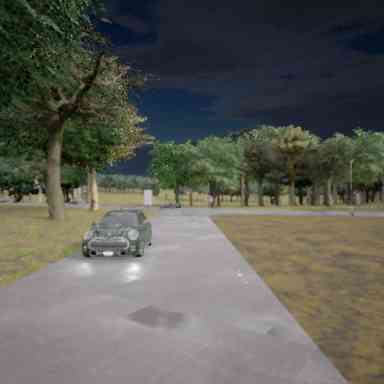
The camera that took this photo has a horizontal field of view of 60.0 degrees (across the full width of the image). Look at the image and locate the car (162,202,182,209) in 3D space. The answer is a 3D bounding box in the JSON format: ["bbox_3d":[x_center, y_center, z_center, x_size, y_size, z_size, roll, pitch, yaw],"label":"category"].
[{"bbox_3d":[-4.007,2.731,65.984,4.181,1.385,1.994,0,-1,35],"label":"car"}]

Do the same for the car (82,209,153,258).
[{"bbox_3d":[-2.845,1.528,13.547,2.097,1.767,4.553,0,-1,0],"label":"car"}]

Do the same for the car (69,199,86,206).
[{"bbox_3d":[-28.595,2.591,83.041,4.902,1.511,2.128,0,0,35],"label":"car"}]
